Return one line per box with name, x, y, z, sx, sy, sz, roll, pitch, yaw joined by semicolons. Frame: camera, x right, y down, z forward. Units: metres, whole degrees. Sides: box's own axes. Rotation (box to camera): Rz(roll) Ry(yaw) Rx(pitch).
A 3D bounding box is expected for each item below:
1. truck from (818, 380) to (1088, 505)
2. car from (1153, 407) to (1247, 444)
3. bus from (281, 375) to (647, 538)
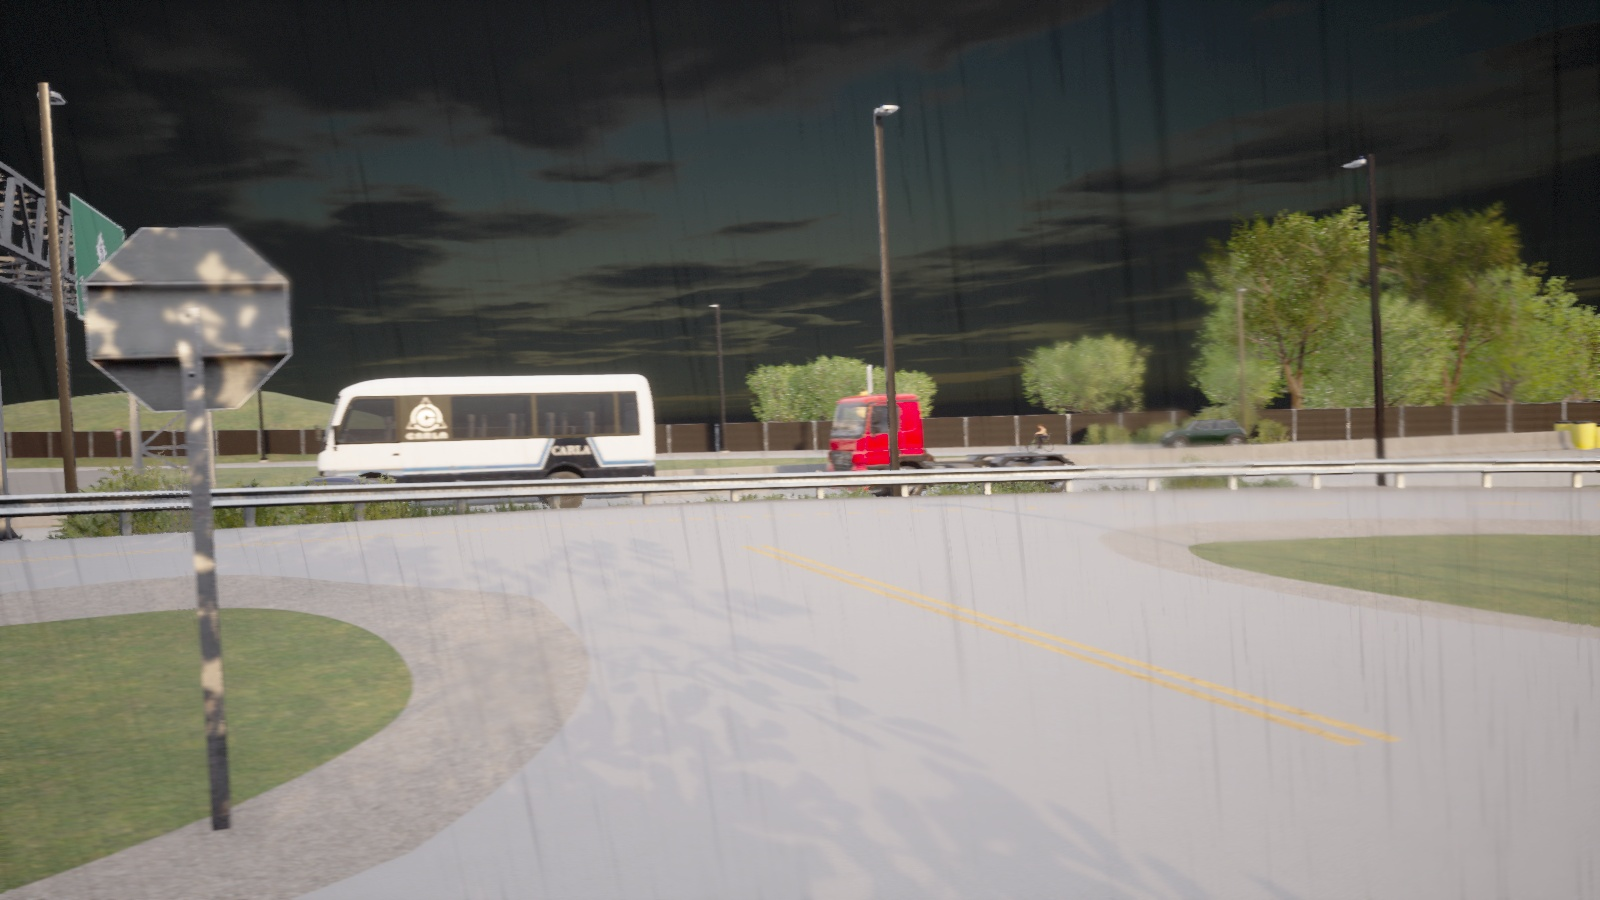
truck;4.890;-0.301;40.234;7.936;3.462;2.891;-3;1;-18
car;21.906;-1.349;68.927;4.553;1.767;2.097;-2;2;8
bus;-10.321;0.078;39.086;10.273;4.253;3.944;-3;1;-18
